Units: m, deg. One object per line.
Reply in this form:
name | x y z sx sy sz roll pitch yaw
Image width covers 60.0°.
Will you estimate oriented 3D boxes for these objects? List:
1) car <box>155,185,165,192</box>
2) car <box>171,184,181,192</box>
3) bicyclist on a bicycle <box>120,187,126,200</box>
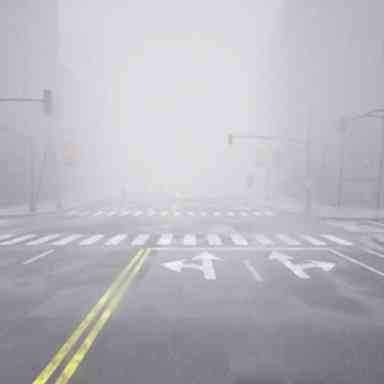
car | -6.501 -0.756 67.757 1.812 1.442 4.674 0 2 0
car | -3.251 -0.784 67.757 2.128 1.511 4.902 0 2 0
bicyclist on a bicycle | -8.732 0.213 42.300 0.866 1.612 1.509 0 2 0
